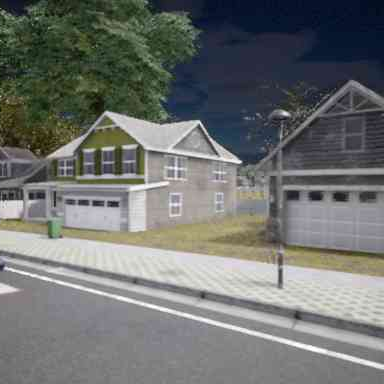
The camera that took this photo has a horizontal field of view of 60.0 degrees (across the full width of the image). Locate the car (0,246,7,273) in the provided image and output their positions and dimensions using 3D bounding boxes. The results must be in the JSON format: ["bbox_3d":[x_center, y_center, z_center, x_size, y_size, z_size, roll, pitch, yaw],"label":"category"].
[{"bbox_3d":[-7.167,1.603,9.100,5.357,1.411,2.033,0,0,36],"label":"car"}]
